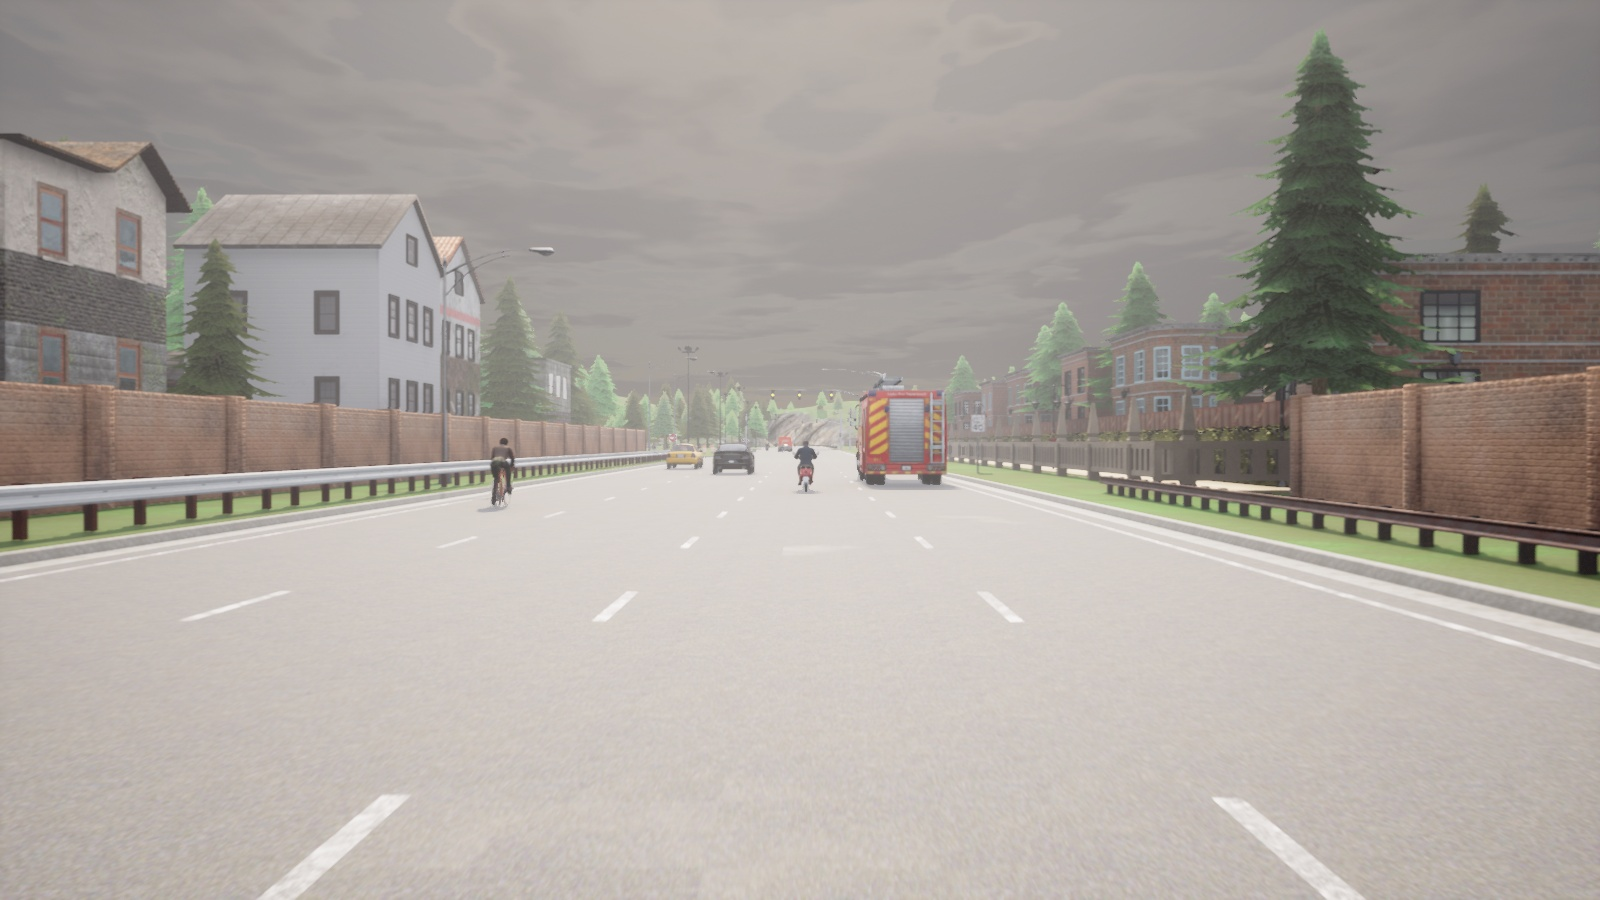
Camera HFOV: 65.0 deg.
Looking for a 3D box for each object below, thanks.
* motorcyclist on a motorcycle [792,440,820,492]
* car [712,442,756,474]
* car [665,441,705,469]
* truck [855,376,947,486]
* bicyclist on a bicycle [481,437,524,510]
[{"bbox_3d":[0.189,0.480,39.041,0.866,1.590,1.817,0,0,0],"label":"motorcyclist on a motorcycle"},{"bbox_3d":[-3.209,0.373,61.800,1.882,1.535,5.008,0,0,0],"label":"car"},{"bbox_3d":[-6.659,0.269,72.900,1.801,1.575,5.366,0,0,0],"label":"car"},{"bbox_3d":[3.732,-0.687,48.221,2.891,3.827,8.468,0,0,0],"label":"truck"},{"bbox_3d":[-6.855,0.530,29.014,0.582,1.620,1.656,0,0,0],"label":"bicyclist on a bicycle"}]
